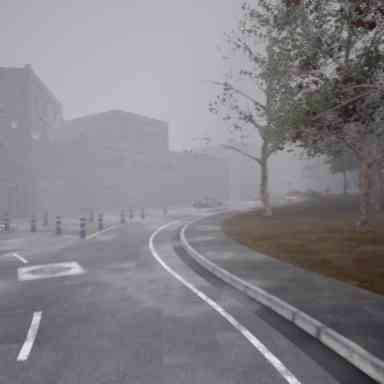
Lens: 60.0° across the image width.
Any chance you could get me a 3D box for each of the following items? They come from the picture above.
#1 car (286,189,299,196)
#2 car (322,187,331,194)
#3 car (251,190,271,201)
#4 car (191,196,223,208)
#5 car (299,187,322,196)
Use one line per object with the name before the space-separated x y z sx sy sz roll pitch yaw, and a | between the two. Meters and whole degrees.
car | 20.383 0.158 66.691 1.994 1.385 4.181 -1 1 35
car | 29.217 -0.458 73.528 1.882 1.535 5.008 -1 1 35
car | 11.112 0.481 53.713 2.128 1.511 4.902 -1 8 36
car | 1.915 1.241 40.710 1.895 1.301 4.718 -1 1 35
car | 23.193 0.097 65.036 2.033 1.411 5.357 -1 1 35
